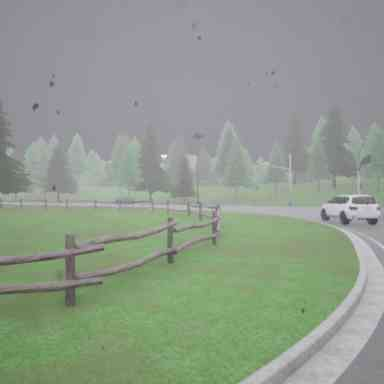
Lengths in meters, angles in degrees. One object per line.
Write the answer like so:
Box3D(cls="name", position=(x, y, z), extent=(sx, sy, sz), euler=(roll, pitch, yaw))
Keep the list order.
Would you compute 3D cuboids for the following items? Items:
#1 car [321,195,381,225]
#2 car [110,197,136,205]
Box3D(cls="car", position=(11.230, 1.208, 23.953), extent=(2.150, 2.045, 5.566), euler=(0, 0, 0))
Box3D(cls="car", position=(-11.892, 1.512, 57.428), extent=(4.674, 1.442, 1.812), euler=(0, 0, 21))
